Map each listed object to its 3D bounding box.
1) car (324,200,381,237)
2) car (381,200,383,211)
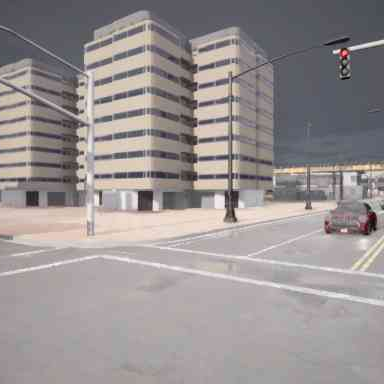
[{"bbox_3d":[8.836,1.345,18.356,2.097,1.767,4.553,0,0,35],"label":"car"},{"bbox_3d":[23.731,1.331,39.412,2.097,1.767,4.553,0,0,35],"label":"car"}]
